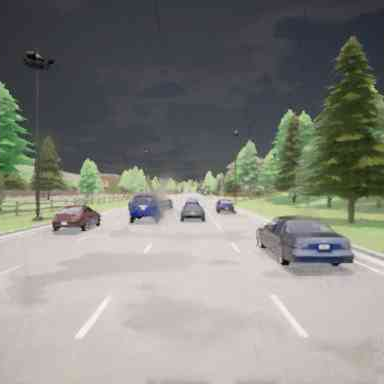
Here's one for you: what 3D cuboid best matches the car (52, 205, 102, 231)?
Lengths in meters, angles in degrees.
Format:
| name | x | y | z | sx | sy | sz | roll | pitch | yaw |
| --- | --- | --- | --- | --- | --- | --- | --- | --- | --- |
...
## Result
| name | x | y | z | sx | sy | sz | roll | pitch | yaw |
| --- | --- | --- | --- | --- | --- | --- | --- | --- | --- |
| car | -6.920 | 1.529 | 20.273 | 1.812 | 1.442 | 4.674 | 0 | 0 | 0 |

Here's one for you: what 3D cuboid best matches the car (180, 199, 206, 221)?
| name | x | y | z | sx | sy | sz | roll | pitch | yaw |
| --- | --- | --- | --- | --- | --- | --- | --- | --- | --- |
| car | 0.073 | 1.556 | 27.075 | 1.994 | 1.385 | 4.181 | 0 | 0 | 0 |

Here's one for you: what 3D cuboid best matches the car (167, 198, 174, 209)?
| name | x | y | z | sx | sy | sz | roll | pitch | yaw |
| --- | --- | --- | --- | --- | --- | --- | --- | --- | --- |
| car | -3.470 | 1.484 | 43.927 | 2.128 | 1.511 | 4.902 | 0 | 0 | 0 |

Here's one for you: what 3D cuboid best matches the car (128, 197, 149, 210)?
| name | x | y | z | sx | sy | sz | roll | pitch | yaw |
| --- | --- | --- | --- | --- | --- | --- | --- | --- | --- |
| car | -6.946 | 1.473 | 43.466 | 1.882 | 1.535 | 5.008 | 0 | 0 | 0 |

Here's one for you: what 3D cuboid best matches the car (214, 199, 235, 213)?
| name | x | y | z | sx | sy | sz | roll | pitch | yaw |
| --- | --- | --- | --- | --- | --- | --- | --- | --- | --- |
| car | 3.561 | 1.509 | 36.346 | 1.812 | 1.442 | 4.674 | 0 | 0 | 0 |

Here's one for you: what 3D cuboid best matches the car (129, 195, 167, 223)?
| name | x | y | z | sx | sy | sz | roll | pitch | yaw |
| --- | --- | --- | --- | --- | --- | --- | --- | --- | --- |
| car | -3.425 | 1.221 | 25.919 | 2.150 | 2.045 | 5.566 | 0 | 0 | 0 |

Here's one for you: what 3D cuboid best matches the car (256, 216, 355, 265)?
| name | x | y | z | sx | sy | sz | roll | pitch | yaw |
| --- | --- | --- | --- | --- | --- | --- | --- | --- | --- |
| car | 3.587 | 1.539 | 11.544 | 2.033 | 1.411 | 5.357 | 0 | 0 | 0 |
